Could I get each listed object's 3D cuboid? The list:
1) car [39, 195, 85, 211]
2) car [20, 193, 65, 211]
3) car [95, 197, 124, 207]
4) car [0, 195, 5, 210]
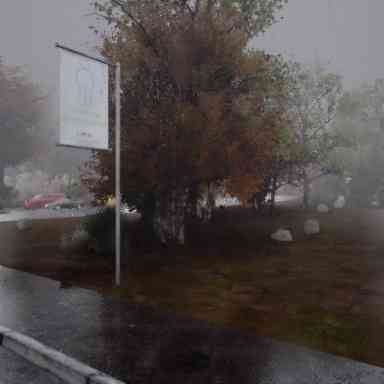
[{"bbox_3d":[-15.421,1.480,40.535,2.128,1.511,4.902,0,0,38],"label":"car"},{"bbox_3d":[-18.608,1.211,42.143,2.150,2.045,5.566,0,0,38],"label":"car"},{"bbox_3d":[-12.309,1.434,50.188,1.882,1.535,5.008,0,0,38],"label":"car"},{"bbox_3d":[-21.604,1.221,32.786,2.150,2.045,5.566,0,0,39],"label":"car"}]
